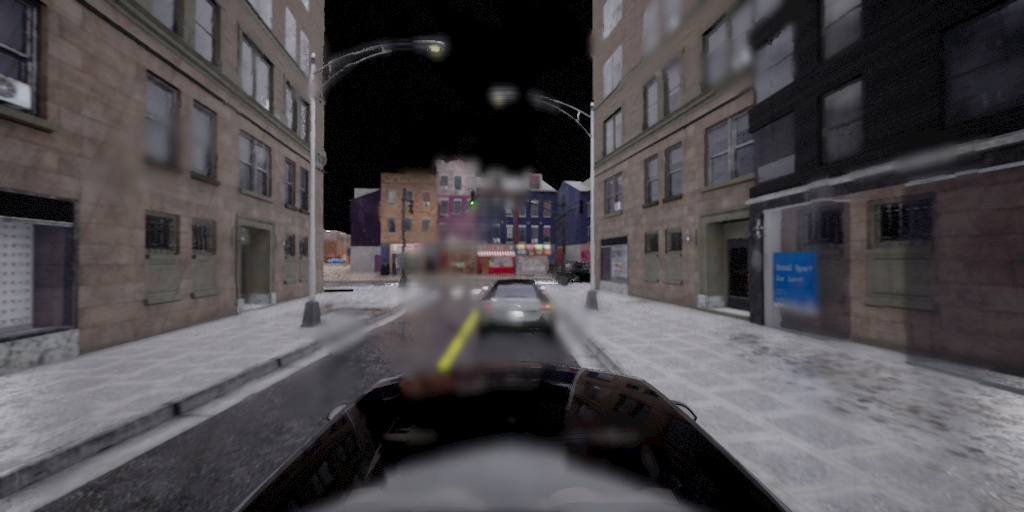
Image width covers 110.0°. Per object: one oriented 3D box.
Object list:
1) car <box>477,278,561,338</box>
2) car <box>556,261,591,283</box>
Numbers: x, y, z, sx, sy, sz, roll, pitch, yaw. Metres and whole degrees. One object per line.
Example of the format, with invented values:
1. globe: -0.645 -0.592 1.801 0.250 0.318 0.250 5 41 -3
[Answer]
1. car: 0.098 1.354 10.353 1.994 1.385 4.181 0 0 -1
2. car: 5.775 1.200 27.537 4.553 1.767 2.097 0 0 -21
